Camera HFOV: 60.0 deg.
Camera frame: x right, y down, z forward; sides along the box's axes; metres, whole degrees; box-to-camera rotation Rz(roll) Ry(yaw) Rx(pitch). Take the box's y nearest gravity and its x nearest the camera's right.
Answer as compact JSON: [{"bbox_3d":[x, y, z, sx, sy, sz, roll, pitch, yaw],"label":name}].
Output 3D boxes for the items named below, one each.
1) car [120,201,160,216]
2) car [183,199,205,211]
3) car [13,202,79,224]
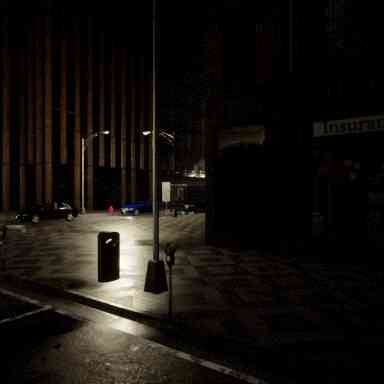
[{"bbox_3d":[-5.251,1.626,34.184,1.812,1.442,4.674,0,0,36],"label":"car"},{"bbox_3d":[0.764,1.628,42.663,2.128,1.511,4.902,0,0,35],"label":"car"},{"bbox_3d":[-11.184,1.568,25.791,1.837,1.490,4.892,0,0,35],"label":"car"}]
